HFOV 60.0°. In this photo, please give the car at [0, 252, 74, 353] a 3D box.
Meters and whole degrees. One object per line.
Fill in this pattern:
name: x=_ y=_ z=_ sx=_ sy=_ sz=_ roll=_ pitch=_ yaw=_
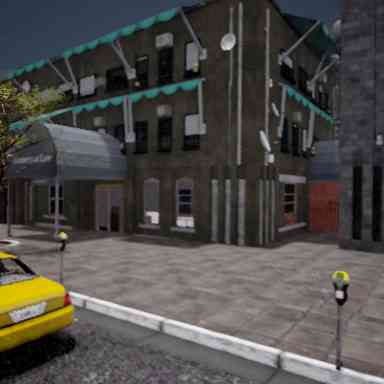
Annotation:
car: x=-4.029 y=1.568 z=5.719 sx=4.829 sy=1.417 sz=1.752 roll=0 pitch=1 yaw=36
